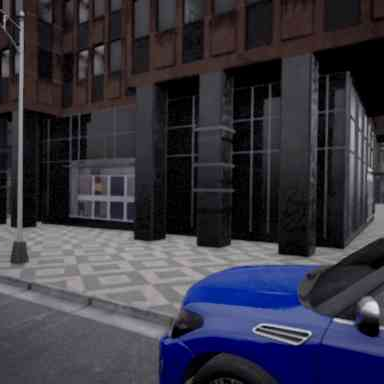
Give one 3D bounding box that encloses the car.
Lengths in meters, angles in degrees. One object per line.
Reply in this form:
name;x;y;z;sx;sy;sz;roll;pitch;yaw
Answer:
car;2.374;1.226;2.583;5.566;2.045;2.150;0;0;32
